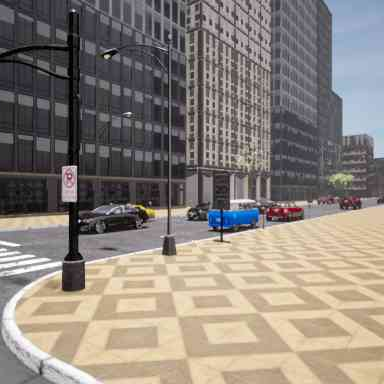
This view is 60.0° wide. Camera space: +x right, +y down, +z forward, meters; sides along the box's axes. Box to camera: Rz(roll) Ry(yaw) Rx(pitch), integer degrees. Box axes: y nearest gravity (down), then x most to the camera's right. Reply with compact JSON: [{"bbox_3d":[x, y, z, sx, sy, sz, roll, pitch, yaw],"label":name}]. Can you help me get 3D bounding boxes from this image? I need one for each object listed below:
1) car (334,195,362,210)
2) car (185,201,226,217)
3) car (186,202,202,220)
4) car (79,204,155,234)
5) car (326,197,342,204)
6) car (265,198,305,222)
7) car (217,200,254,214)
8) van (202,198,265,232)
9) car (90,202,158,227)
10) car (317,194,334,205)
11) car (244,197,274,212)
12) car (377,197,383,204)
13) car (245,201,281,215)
[{"bbox_3d":[21.225,1.368,44.493,2.192,1.841,5.009,0,0,38],"label":"car"},{"bbox_3d":[1.377,1.604,31.710,1.802,1.307,4.206,0,0,38],"label":"car"},{"bbox_3d":[1.485,1.528,27.819,1.837,1.490,4.892,0,0,38],"label":"car"},{"bbox_3d":[-4.765,1.508,19.741,2.128,1.511,4.902,0,0,38],"label":"car"},{"bbox_3d":[28.607,1.625,66.918,2.008,1.369,4.403,0,0,38],"label":"car"},{"bbox_3d":[7.610,1.472,26.888,1.967,1.590,4.097,0,0,38],"label":"car"},{"bbox_3d":[4.781,1.571,36.111,1.887,1.381,4.507,0,0,38],"label":"car"},{"bbox_3d":[2.632,1.368,20.270,1.690,1.788,3.998,0,0,38],"label":"van"},{"bbox_3d":[-4.749,1.540,24.001,1.752,1.417,4.829,0,0,38],"label":"car"},{"bbox_3d":[25.204,1.381,62.518,2.192,1.841,5.009,0,0,38],"label":"car"},{"bbox_3d":[8.184,1.471,40.512,1.967,1.590,4.097,0,0,38],"label":"car"},{"bbox_3d":[38.243,1.658,66.497,1.947,1.339,4.313,0,0,38],"label":"car"},{"bbox_3d":[7.768,1.632,35.921,1.895,1.301,4.718,0,0,38],"label":"car"}]
